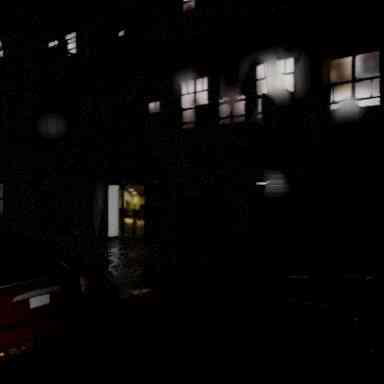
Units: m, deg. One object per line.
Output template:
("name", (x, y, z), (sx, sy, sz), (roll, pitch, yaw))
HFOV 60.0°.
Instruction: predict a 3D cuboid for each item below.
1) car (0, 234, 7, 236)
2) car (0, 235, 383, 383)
("car", (-3.522, 1.407, 5.384), (4.097, 1.590, 1.967), (0, 0, 35))
("car", (1.063, 1.314, 2.114), (5.009, 1.841, 2.192), (0, 0, 35))
